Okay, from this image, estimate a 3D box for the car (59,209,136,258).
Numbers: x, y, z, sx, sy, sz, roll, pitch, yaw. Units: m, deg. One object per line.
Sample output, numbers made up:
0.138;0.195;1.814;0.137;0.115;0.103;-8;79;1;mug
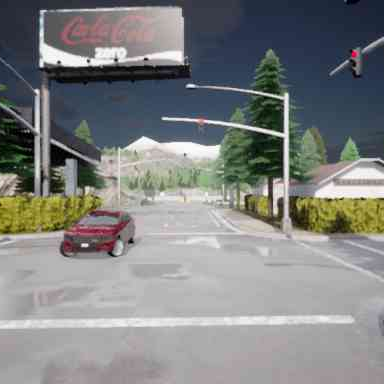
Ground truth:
-3.494;1.464;13.351;1.882;1.535;5.008;0;0;0;car
